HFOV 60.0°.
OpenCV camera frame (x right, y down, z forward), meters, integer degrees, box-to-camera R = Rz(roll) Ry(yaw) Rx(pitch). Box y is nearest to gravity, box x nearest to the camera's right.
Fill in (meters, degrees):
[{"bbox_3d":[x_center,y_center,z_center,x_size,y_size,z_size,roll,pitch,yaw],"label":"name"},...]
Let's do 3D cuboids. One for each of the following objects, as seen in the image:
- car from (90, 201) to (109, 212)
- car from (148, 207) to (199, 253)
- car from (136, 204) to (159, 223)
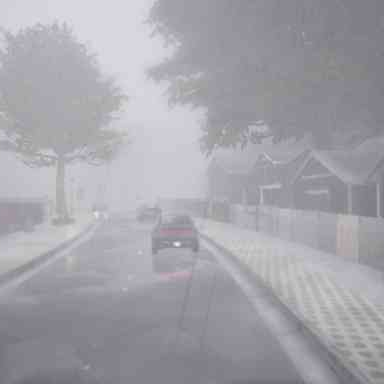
[{"bbox_3d":[-12.651,1.944,45.448,1.994,1.385,4.181,1,-1,-25],"label":"car"},{"bbox_3d":[-0.844,1.646,14.471,1.837,1.490,4.892,0,0,-7],"label":"car"},{"bbox_3d":[-3.811,1.765,29.352,2.128,1.511,4.902,0,0,-15],"label":"car"}]
